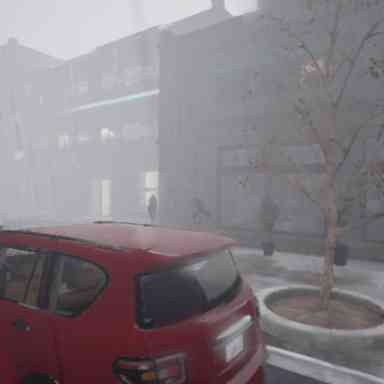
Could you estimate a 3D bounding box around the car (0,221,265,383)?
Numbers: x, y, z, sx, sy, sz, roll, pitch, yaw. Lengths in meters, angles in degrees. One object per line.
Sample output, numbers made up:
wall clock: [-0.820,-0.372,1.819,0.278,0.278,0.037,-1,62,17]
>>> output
car: [-1.609,1.298,4.016,5.009,1.841,2.192,0,1,36]
